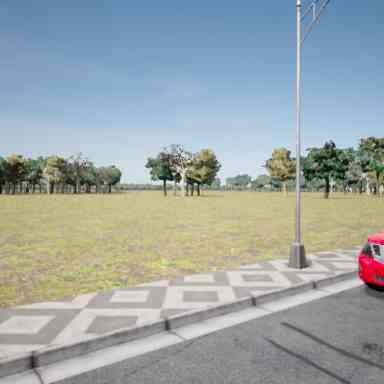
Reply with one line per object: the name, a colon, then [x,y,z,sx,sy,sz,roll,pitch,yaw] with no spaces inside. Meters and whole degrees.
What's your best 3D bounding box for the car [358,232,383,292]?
car: [6.204,1.222,7.825,5.566,2.045,2.150,0,0,-36]
